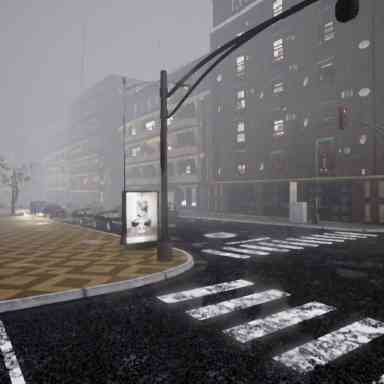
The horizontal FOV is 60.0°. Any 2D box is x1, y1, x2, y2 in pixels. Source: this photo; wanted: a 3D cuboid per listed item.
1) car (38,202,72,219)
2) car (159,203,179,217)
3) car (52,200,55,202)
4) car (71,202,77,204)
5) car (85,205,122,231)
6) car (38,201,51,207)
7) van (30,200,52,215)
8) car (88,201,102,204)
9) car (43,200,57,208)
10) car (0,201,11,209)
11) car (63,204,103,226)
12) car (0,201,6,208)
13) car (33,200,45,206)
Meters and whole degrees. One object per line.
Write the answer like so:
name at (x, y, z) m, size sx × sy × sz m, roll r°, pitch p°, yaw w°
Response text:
car at (-14.893, 2.115, 36.109) m, size 1.887 × 1.381 × 4.507 m, roll -2°, pitch 0°, yaw -36°
car at (-3.132, 1.824, 34.506) m, size 1.967 × 1.590 × 4.097 m, roll -2°, pitch 0°, yaw -36°
car at (-25.350, 2.470, 60.605) m, size 1.994 × 1.385 × 4.181 m, roll -1°, pitch -1°, yaw -36°
car at (-21.505, 2.424, 59.695) m, size 1.802 × 1.307 × 4.206 m, roll -2°, pitch 0°, yaw -36°
car at (-5.554, 1.888, 23.119) m, size 2.008 × 1.369 × 4.403 m, roll -2°, pitch 0°, yaw -36°
car at (-34.559, 2.736, 77.745) m, size 1.947 × 1.339 × 4.313 m, roll -2°, pitch 0°, yaw -36°
van at (-19.811, 2.035, 42.997) m, size 1.690 × 1.788 × 3.998 m, roll -2°, pitch 0°, yaw -36°
car at (-14.977, 2.119, 50.672) m, size 1.967 × 1.590 × 4.097 m, roll -2°, pitch 0°, yaw -36°
car at (-31.299, 2.528, 73.233) m, size 1.967 × 1.590 × 4.097 m, roll -2°, pitch 0°, yaw -36°
car at (-38.087, 2.704, 68.323) m, size 2.008 × 1.369 × 4.403 m, roll -2°, pitch 0°, yaw -36°
car at (-8.818, 1.969, 27.632) m, size 2.008 × 1.369 × 4.403 m, roll -2°, pitch 0°, yaw -36°
car at (-44.614, 2.863, 77.348) m, size 1.887 × 1.381 × 4.507 m, roll -2°, pitch 0°, yaw -36°
car at (-37.824, 2.798, 82.258) m, size 1.887 × 1.381 × 4.507 m, roll -2°, pitch 0°, yaw -36°
